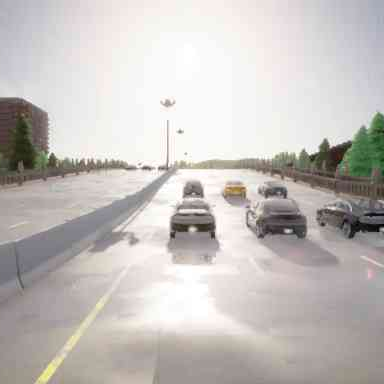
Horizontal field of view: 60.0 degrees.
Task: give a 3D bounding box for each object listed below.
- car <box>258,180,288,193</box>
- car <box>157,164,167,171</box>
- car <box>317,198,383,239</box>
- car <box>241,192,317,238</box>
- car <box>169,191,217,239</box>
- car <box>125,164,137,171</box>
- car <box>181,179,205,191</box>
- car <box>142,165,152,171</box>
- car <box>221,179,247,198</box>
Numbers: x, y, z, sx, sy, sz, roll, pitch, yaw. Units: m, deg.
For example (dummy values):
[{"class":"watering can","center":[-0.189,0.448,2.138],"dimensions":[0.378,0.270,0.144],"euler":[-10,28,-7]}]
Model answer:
[{"class":"car","center":[7.123,-0.347,29.418],"dimensions":[1.812,1.442,4.674],"euler":[0,6,0]},{"class":"car","center":[-6.621,-5.504,74.848],"dimensions":[1.994,1.385,4.181],"euler":[0,7,0]},{"class":"car","center":[7.041,1.006,14.568],"dimensions":[2.128,1.511,4.902],"euler":[0,4,0]},{"class":"car","center":[3.541,1.027,14.587],"dimensions":[1.837,1.490,4.892],"euler":[0,4,0]},{"class":"car","center":[0.041,1.006,14.607],"dimensions":[2.128,1.511,4.902],"euler":[0,4,0]},{"class":"car","center":[-13.621,-5.517,74.886],"dimensions":[2.033,1.411,5.357],"euler":[0,7,0]},{"class":"car","center":[0.125,-0.379,29.593],"dimensions":[1.837,1.490,4.892],"euler":[0,7,0]},{"class":"car","center":[-10.121,-5.459,74.843],"dimensions":[1.895,1.301,4.718],"euler":[0,7,0]},{"class":"car","center":[3.624,-0.395,29.432],"dimensions":[1.882,1.535,5.008],"euler":[0,6,0]}]
